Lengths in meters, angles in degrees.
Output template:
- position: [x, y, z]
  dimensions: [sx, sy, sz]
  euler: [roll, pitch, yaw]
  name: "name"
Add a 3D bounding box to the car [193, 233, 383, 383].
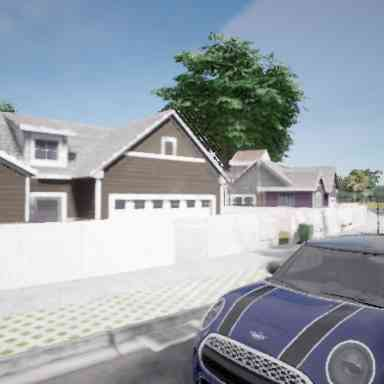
- position: [2.180, 1.433, 4.472]
  dimensions: [4.553, 1.767, 2.097]
  euler: [1, -1, -40]
  name: "car"
